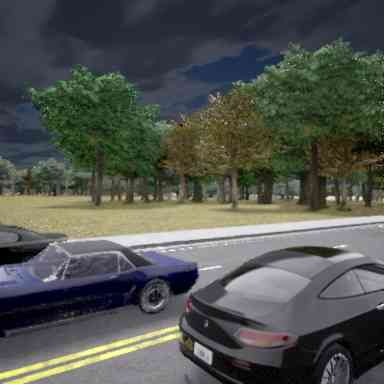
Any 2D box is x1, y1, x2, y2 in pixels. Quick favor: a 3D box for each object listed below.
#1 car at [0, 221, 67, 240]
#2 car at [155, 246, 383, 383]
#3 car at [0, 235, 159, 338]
[{"bbox_3d":[-5.466,1.477,7.770,5.008,1.535,1.882,0,0,-35],"label":"car"},{"bbox_3d":[1.992,1.544,4.857,4.674,1.442,1.812,0,0,-35],"label":"car"},{"bbox_3d":[-2.281,1.607,6.050,4.718,1.301,1.895,0,0,-35],"label":"car"}]
